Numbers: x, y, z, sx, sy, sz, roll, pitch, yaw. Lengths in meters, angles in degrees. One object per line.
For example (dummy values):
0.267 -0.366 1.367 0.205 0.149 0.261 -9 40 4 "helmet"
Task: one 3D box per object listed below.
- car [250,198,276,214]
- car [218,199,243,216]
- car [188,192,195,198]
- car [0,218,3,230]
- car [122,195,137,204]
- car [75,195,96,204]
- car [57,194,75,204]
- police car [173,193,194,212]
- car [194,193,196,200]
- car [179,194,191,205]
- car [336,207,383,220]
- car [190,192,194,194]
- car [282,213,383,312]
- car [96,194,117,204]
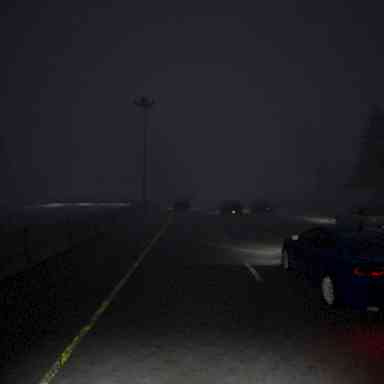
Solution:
7.088 1.379 33.678 1.882 1.535 5.008 0 1 0 "car"
3.589 1.433 31.148 1.837 1.490 4.892 0 1 0 "car"
-0.031 0.760 87.399 1.812 1.442 4.674 0 0 0 "car"
-10.600 1.564 14.697 2.033 1.411 5.357 0 0 0 "car"
-10.545 1.181 56.188 1.812 1.442 4.674 0 1 1 "car"
-17.544 1.217 56.140 1.994 1.385 4.181 0 1 1 "car"
-21.041 1.150 56.138 2.128 1.511 4.902 0 1 1 "car"
-1.063 1.294 36.565 1.930 1.638 5.238 0 1 0 "police car"
-0.028 1.075 72.179 1.895 1.301 4.718 0 1 0 "car"
-1.069 1.152 52.676 1.801 1.575 5.366 0 1 0 "car"
10.593 1.602 20.386 1.895 1.301 4.718 0 0 0 "car"
-1.067 1.114 46.444 2.097 1.767 4.553 0 1 0 "car"
3.597 1.500 7.909 1.882 1.535 5.008 0 0 0 "car"
-14.046 1.133 56.172 1.882 1.535 5.008 0 1 1 "car"
